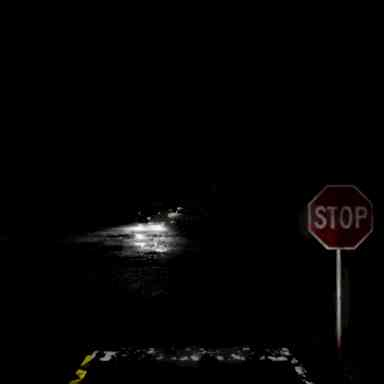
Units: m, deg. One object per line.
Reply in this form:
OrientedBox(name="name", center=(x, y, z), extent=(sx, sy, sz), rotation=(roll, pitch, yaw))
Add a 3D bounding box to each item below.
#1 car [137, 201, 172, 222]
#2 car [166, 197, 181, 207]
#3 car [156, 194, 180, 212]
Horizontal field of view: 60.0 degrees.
OrientedBox(name="car", center=(-3.001, 1.605, 26.432), extent=(1.895, 1.301, 4.718), rotation=(0, 0, 4))
OrientedBox(name="car", center=(-2.859, 1.564, 50.969), extent=(1.994, 1.385, 4.181), rotation=(0, 0, 1))
OrientedBox(name="car", center=(-2.888, 1.221, 38.710), extent=(2.150, 2.045, 5.566), rotation=(0, 1, 1))
